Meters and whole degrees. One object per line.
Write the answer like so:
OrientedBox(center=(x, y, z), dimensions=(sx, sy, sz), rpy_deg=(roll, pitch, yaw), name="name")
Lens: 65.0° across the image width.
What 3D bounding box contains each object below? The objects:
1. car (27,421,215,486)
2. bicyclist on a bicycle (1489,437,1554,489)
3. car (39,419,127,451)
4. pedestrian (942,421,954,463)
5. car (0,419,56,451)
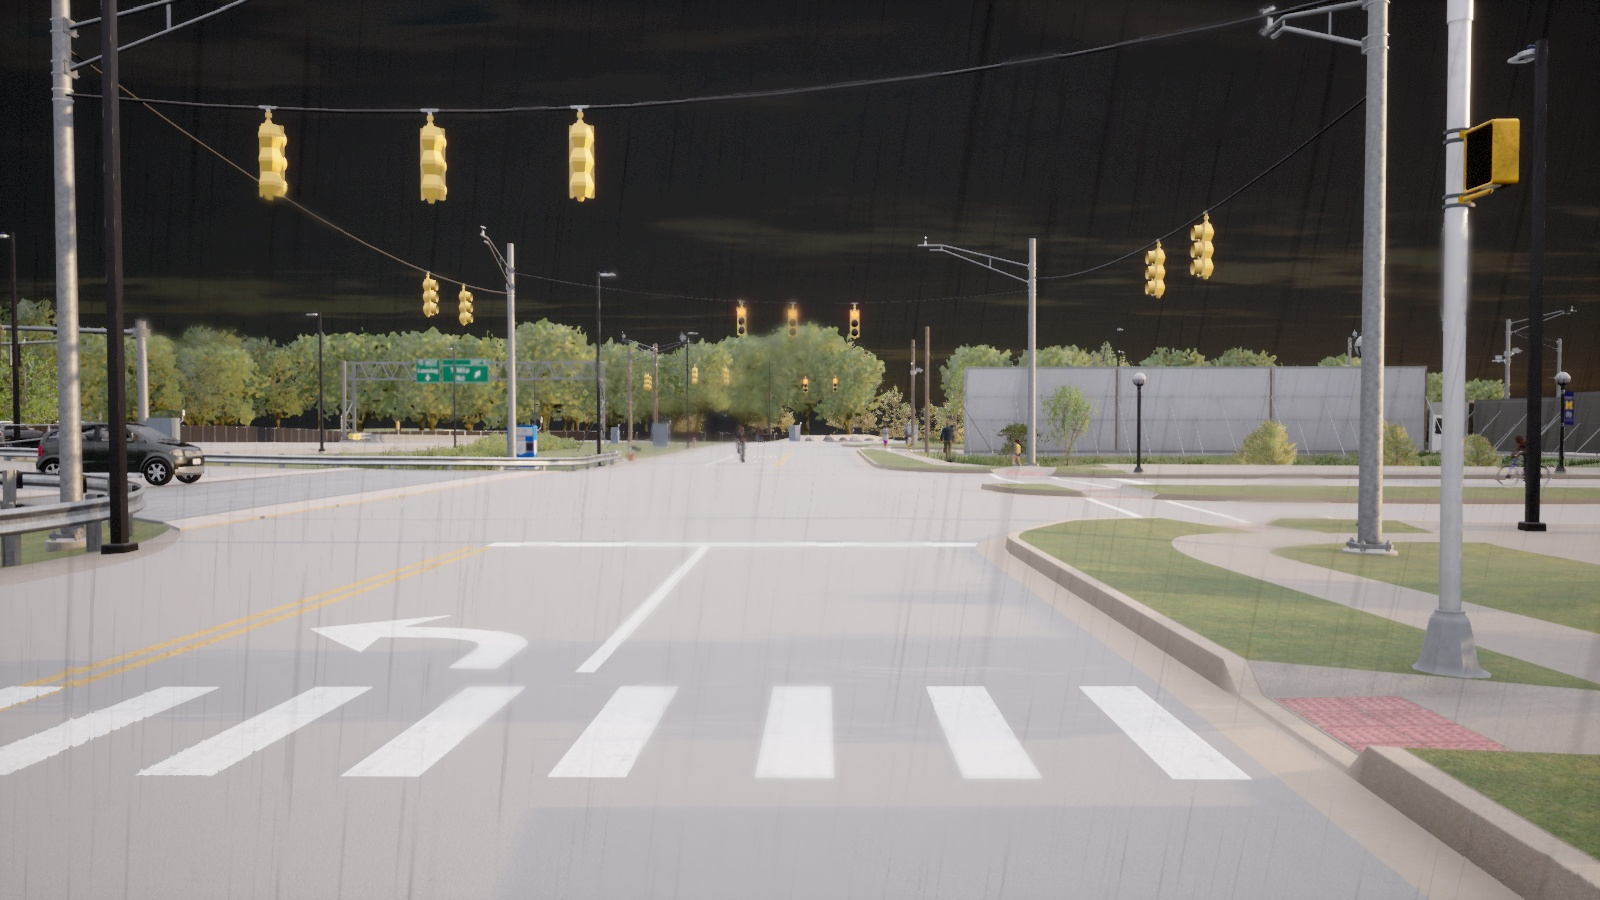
OrientedBox(center=(-16.833, 0.076, 31.249), dimensions=(3.705, 1.549, 1.789), rpy_deg=(0, 1, 1), name="car")
OrientedBox(center=(22.498, 0.405, 39.170), dimensions=(1.656, 1.620, 0.582), rpy_deg=(0, 1, 1), name="bicyclist on a bicycle")
OrientedBox(center=(-33.838, -0.718, 59.378), dimensions=(1.970, 1.475, 3.806), rpy_deg=(0, 1, 1), name="car")
OrientedBox(center=(6.547, -0.368, 55.558), dimensions=(0.402, 1.842, 0.726), rpy_deg=(0, 2, -2), name="pedestrian")
OrientedBox(center=(-37.339, -0.721, 59.403), dimensions=(1.970, 1.475, 3.806), rpy_deg=(0, 1, 1), name="car")
